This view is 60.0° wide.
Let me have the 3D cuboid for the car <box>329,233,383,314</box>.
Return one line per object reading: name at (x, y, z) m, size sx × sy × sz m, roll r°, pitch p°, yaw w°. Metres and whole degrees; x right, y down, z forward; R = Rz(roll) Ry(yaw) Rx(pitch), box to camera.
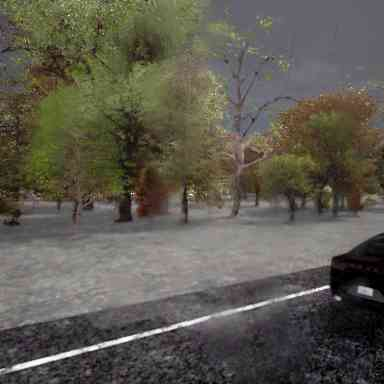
car at (5.013, 1.560, 7.101) m, size 5.008 × 1.535 × 1.882 m, roll 0°, pitch -1°, yaw -34°
